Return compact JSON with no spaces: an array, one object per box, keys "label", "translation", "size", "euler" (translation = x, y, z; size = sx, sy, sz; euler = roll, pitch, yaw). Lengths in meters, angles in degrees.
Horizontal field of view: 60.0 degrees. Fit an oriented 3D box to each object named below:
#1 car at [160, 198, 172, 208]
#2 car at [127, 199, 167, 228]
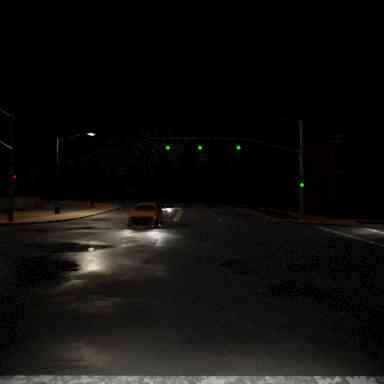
[{"label":"car","translation":[-3.932,1.560,47.182],"size":[1.994,1.385,4.181],"euler":[0,0,-9]},{"label":"car","translation":[-3.024,1.486,22.348],"size":[1.882,1.535,5.008],"euler":[0,0,0]}]
